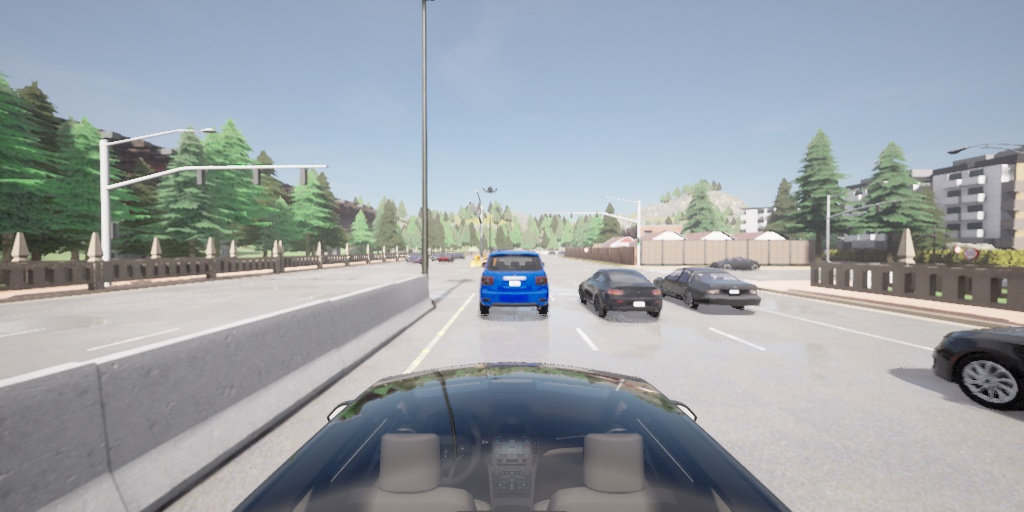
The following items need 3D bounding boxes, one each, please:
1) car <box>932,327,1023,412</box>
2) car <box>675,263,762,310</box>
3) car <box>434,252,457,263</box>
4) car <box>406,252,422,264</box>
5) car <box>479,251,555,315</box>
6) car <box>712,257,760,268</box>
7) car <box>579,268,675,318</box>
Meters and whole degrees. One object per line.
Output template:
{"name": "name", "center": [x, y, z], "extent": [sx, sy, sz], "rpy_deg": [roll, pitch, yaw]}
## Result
{"name": "car", "center": [7.093, 1.258, 3.182], "extent": [1.837, 1.490, 4.892], "rpy_deg": [0, 0, 0]}
{"name": "car", "center": [7.218, 1.143, 13.940], "extent": [2.033, 1.411, 5.357], "rpy_deg": [0, 1, 3]}
{"name": "car", "center": [-10.709, 0.426, 58.023], "extent": [1.895, 1.301, 4.718], "rpy_deg": [0, 1, 0]}
{"name": "car", "center": [-14.102, 0.263, 53.119], "extent": [2.097, 1.767, 4.553], "rpy_deg": [0, 1, 0]}
{"name": "car", "center": [0.059, 0.831, 12.910], "extent": [2.150, 2.045, 5.566], "rpy_deg": [0, 1, 0]}
{"name": "car", "center": [22.015, 0.784, 35.432], "extent": [4.181, 1.385, 1.994], "rpy_deg": [0, 1, 2]}
{"name": "car", "center": [3.560, 1.146, 12.300], "extent": [1.812, 1.442, 4.674], "rpy_deg": [0, 1, 0]}
